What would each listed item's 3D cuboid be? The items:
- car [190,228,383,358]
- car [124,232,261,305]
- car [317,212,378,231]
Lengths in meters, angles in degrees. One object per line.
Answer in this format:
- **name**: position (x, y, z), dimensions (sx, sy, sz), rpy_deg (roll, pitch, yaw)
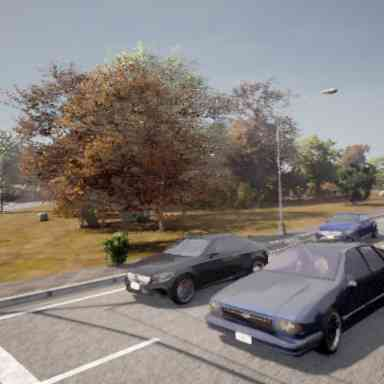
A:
- **car**: position (2.704, 1.737, 6.692), dimensions (5.357, 1.411, 2.033), rpy_deg (0, -3, -42)
- **car**: position (0.356, 1.910, 9.345), dimensions (4.674, 1.442, 1.812), rpy_deg (0, -3, -43)
- **car**: position (8.007, 1.777, 16.972), dimensions (4.674, 1.442, 1.812), rpy_deg (-1, -2, -45)
